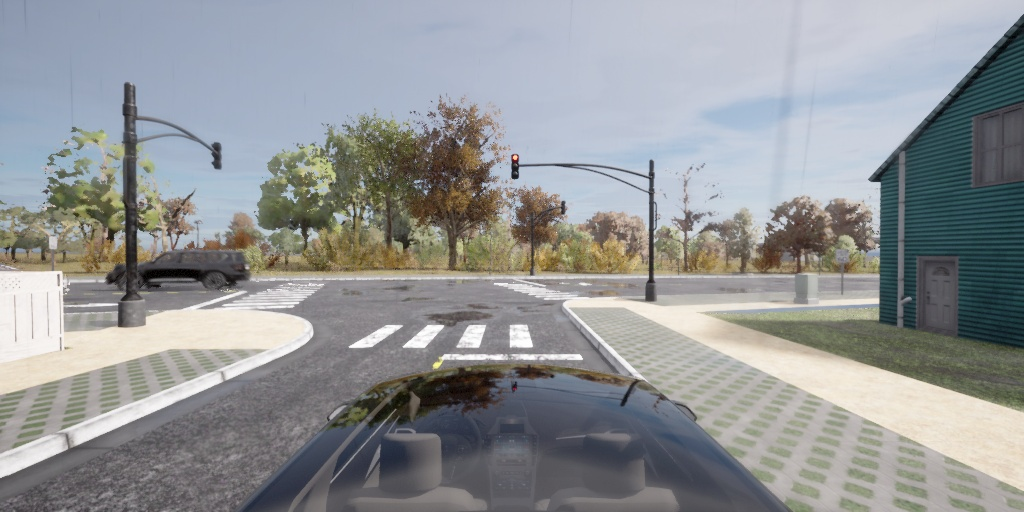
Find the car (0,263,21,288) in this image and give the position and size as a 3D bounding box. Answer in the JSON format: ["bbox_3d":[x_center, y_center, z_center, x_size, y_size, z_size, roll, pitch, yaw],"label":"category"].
[{"bbox_3d":[-19.128,0.966,10.610,4.902,1.511,2.128,1,0,-22],"label":"car"}]

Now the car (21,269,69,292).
[{"bbox_3d":[-20.475,0.935,13.570,4.902,1.511,2.128,1,0,-22],"label":"car"}]

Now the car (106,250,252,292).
[{"bbox_3d":[-16.993,0.712,18.701,5.566,2.045,2.150,1,0,-21],"label":"car"}]
